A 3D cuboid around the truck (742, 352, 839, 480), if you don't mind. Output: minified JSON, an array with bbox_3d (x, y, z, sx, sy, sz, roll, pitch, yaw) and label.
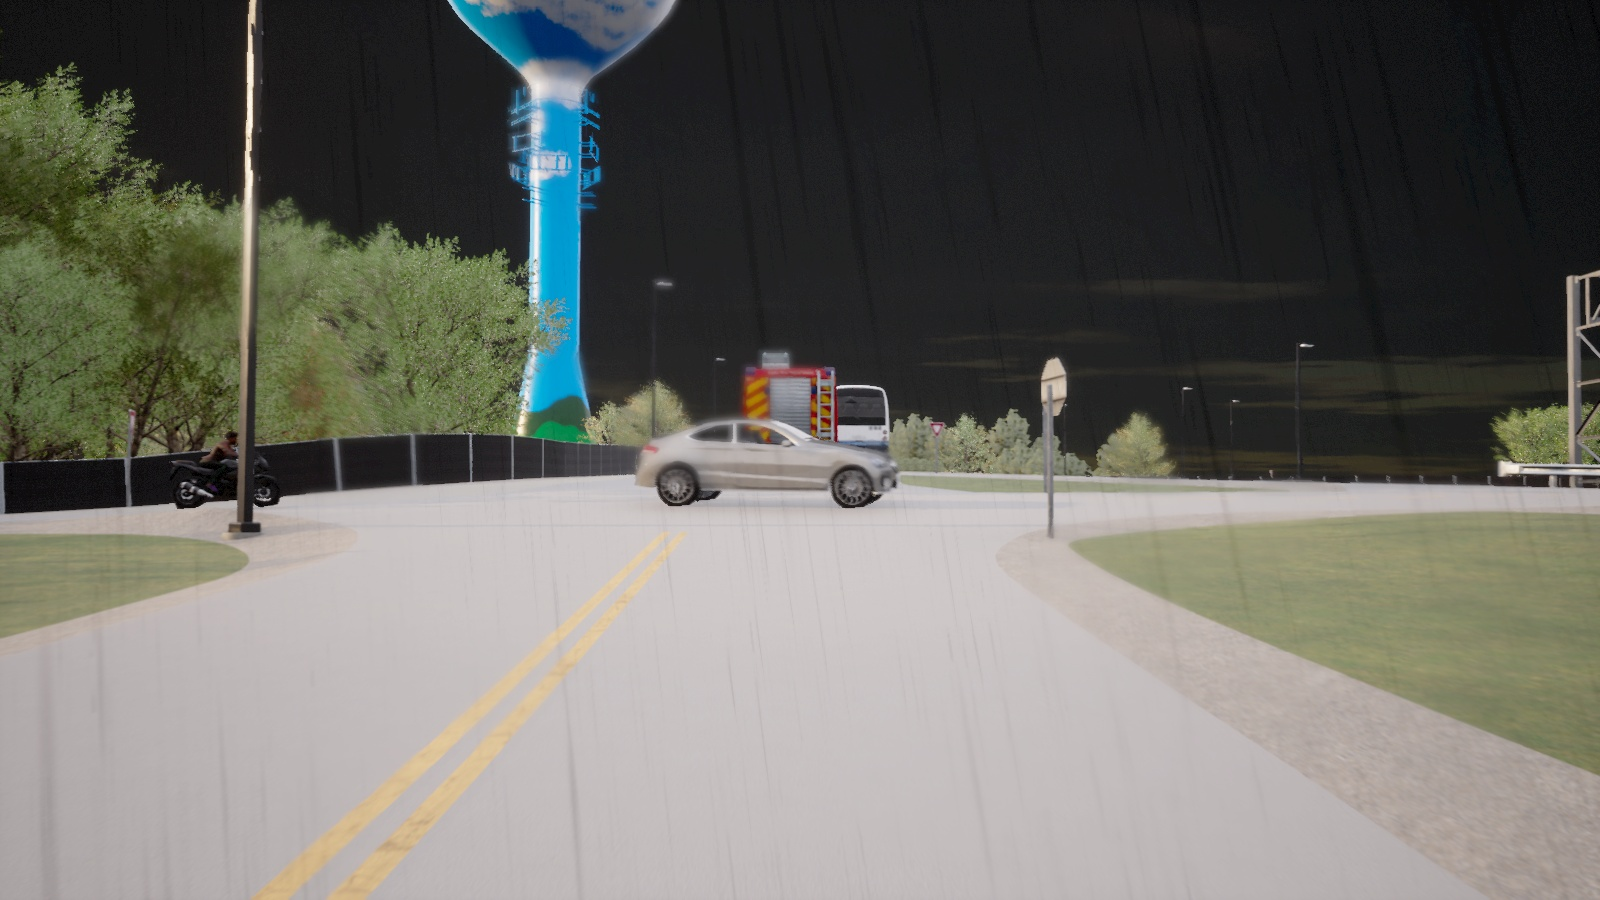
[{"bbox_3d":[-0.314,-1.015,41.911,2.891,3.827,8.468,0,0,0],"label":"truck"}]

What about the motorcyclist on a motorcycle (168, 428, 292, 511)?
[{"bbox_3d":[-11.052,0.376,24.396,2.044,1.523,0.797,-1,-1,-12],"label":"motorcyclist on a motorcycle"}]

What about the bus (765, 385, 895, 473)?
[{"bbox_3d":[1.353,-0.978,66.167,3.944,4.253,10.273,0,0,-16],"label":"bus"}]

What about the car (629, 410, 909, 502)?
[{"bbox_3d":[-0.533,0.082,24.077,5.027,1.651,2.152,0,1,10],"label":"car"}]
